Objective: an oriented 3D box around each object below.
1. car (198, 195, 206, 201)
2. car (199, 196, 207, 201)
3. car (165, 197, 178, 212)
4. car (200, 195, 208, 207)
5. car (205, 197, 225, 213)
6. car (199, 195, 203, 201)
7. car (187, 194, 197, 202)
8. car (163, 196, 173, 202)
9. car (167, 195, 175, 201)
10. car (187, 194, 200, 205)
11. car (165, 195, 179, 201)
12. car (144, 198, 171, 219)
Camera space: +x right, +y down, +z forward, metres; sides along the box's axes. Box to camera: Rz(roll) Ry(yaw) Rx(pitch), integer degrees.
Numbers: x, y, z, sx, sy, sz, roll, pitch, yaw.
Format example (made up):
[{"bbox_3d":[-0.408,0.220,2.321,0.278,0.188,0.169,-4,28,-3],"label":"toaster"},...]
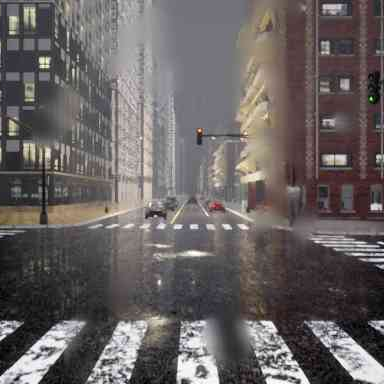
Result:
[{"bbox_3d":[2.718,1.491,89.666,1.967,1.590,4.097,0,0,0],"label":"car"},{"bbox_3d":[2.716,1.626,84.017,1.802,1.307,4.206,0,0,0],"label":"car"},{"bbox_3d":[-3.070,1.574,39.497,1.994,1.385,4.181,0,0,1],"label":"car"},{"bbox_3d":[2.707,1.567,50.126,2.008,1.369,4.403,0,0,0],"label":"car"},{"bbox_3d":[2.754,1.591,37.209,1.802,1.307,4.206,0,0,0],"label":"car"},{"bbox_3d":[2.709,1.571,55.774,2.008,1.369,4.403,0,0,0],"label":"car"},{"bbox_3d":[0.023,1.218,69.781,2.097,1.767,4.553,0,0,0],"label":"car"},{"bbox_3d":[-5.665,1.589,78.371,2.008,1.369,4.403,0,0,0],"label":"car"},{"bbox_3d":[-5.662,1.595,89.669,1.887,1.381,4.507,0,0,0],"label":"car"},{"bbox_3d":[0.019,1.548,59.808,1.812,1.442,4.674,0,0,0],"label":"car"},{"bbox_3d":[-3.038,1.521,49.912,1.837,1.490,4.892,0,0,0],"label":"car"},{"bbox_3d":[-3.109,1.553,29.478,2.033,1.411,5.357,0,0,-4],"label":"car"}]
